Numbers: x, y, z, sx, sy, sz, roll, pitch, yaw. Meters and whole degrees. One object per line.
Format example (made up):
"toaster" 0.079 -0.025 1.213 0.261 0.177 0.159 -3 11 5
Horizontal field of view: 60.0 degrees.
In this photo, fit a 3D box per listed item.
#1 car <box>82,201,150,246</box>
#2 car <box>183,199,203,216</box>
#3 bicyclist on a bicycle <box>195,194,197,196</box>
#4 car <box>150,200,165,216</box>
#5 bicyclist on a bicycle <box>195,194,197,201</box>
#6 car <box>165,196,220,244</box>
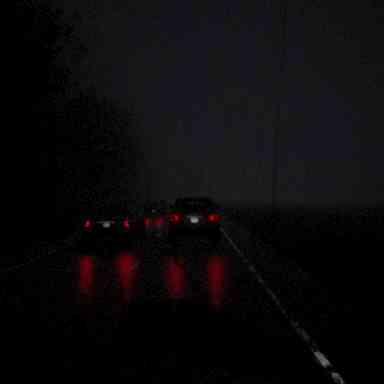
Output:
"car" -3.399 1.346 15.372 2.097 1.767 4.553 0 0 0
"car" 0.110 1.514 32.981 1.812 1.442 4.674 0 0 0
"bicyclist on a bicycle" 0.990 1.344 77.526 0.659 1.776 1.843 0 0 0
"car" -3.392 1.480 31.972 2.128 1.511 4.902 0 0 0
"bicyclist on a bicycle" 0.995 1.425 86.531 0.582 1.620 1.656 0 0 0
"car" 0.104 1.216 15.823 2.150 2.045 5.566 0 0 0
